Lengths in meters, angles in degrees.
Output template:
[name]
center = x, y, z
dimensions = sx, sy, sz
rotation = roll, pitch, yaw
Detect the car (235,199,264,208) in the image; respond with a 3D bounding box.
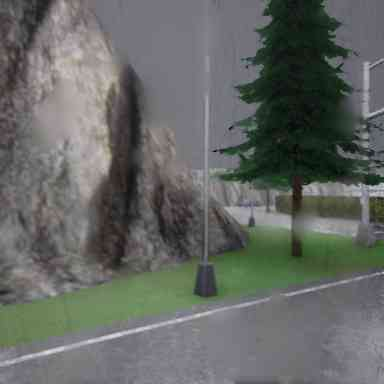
[car]
center = 9.613, 1.852, 54.861
dimensions = 5.357, 1.411, 2.033
rotation = 1, 0, -37
